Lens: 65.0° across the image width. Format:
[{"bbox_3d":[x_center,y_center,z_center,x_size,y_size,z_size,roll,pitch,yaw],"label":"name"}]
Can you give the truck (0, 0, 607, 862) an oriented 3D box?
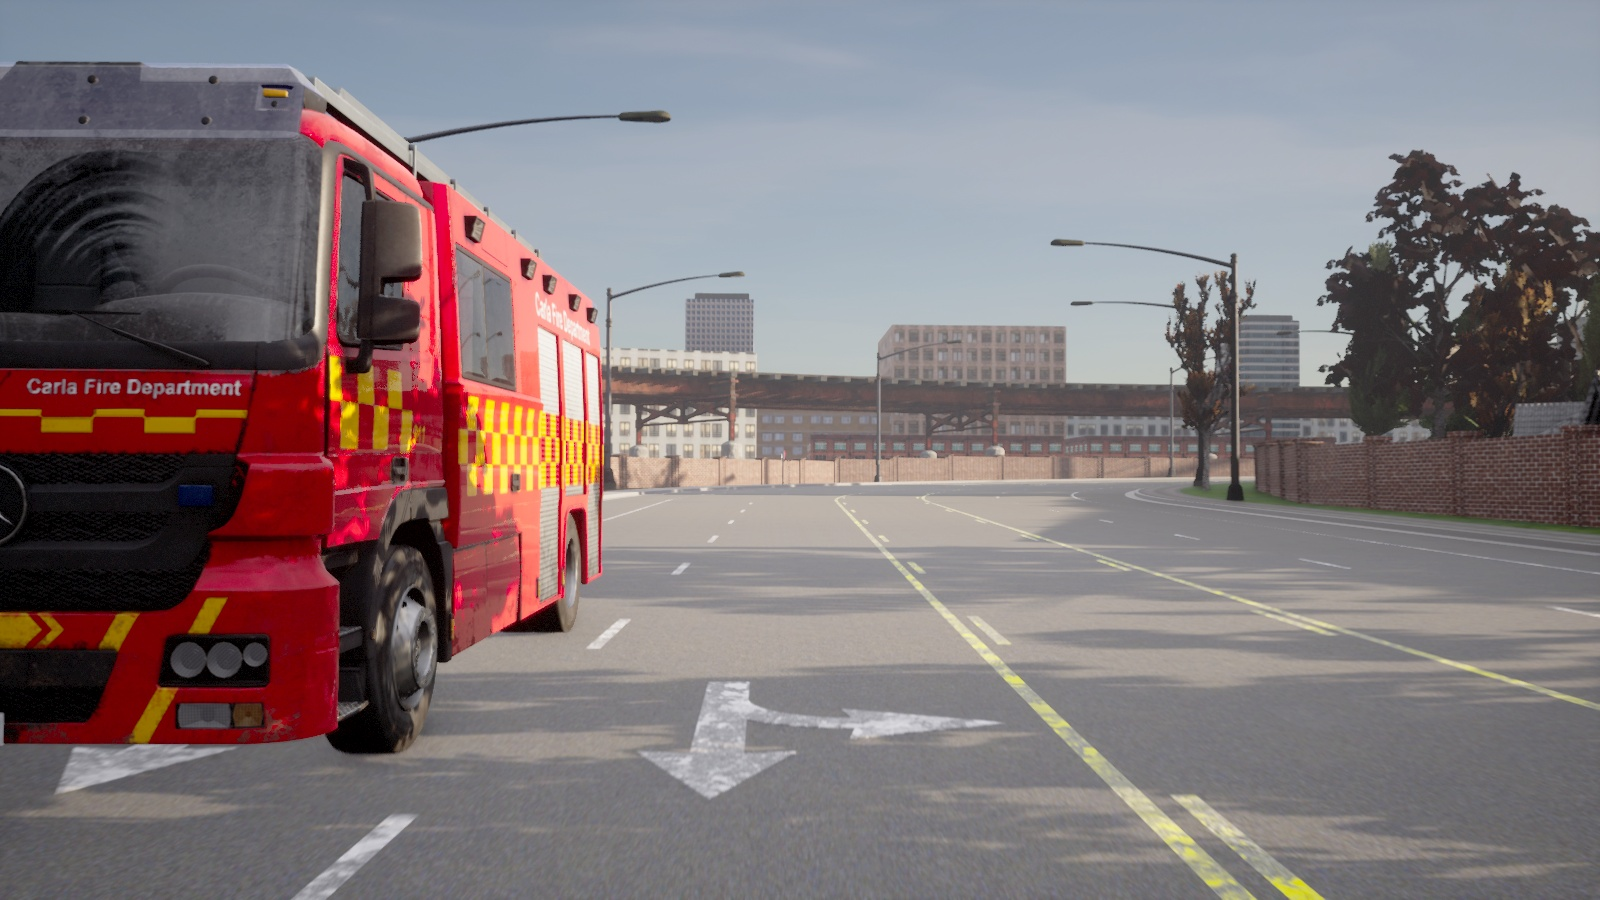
[{"bbox_3d":[-3.527,-0.185,9.355,2.891,3.827,8.468,0,-1,0],"label":"truck"}]
